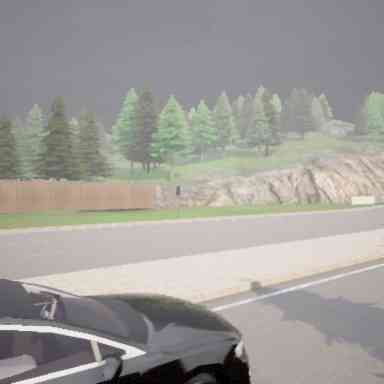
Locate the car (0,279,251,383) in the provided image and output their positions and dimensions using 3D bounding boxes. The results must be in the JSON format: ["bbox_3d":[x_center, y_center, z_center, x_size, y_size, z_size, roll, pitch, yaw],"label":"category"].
[{"bbox_3d":[-1.660,1.492,2.561,4.902,1.511,2.128,0,0,-36],"label":"car"}]
